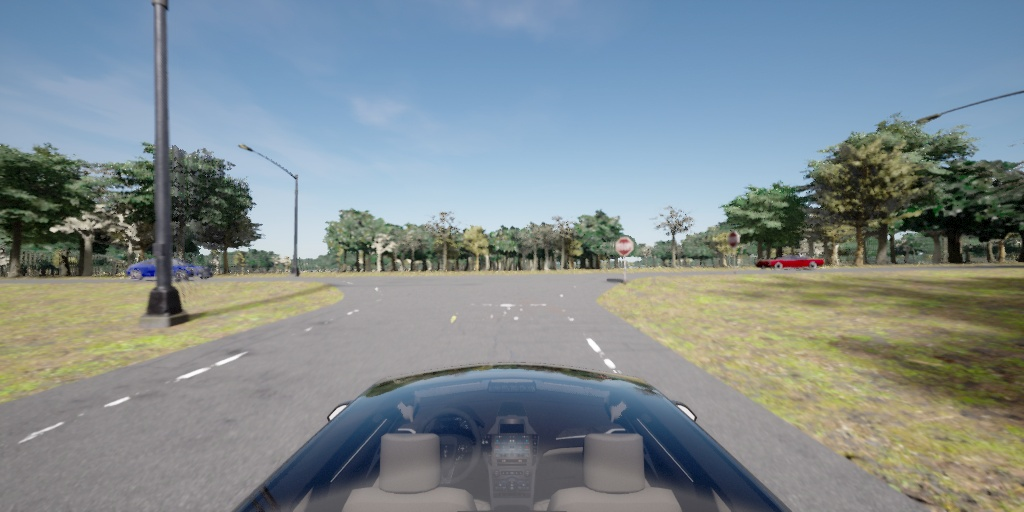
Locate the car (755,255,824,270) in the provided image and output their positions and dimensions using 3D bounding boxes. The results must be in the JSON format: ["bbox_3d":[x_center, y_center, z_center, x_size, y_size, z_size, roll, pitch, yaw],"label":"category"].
[{"bbox_3d":[23.576,0.562,30.593,4.718,1.301,1.895,-1,-2,-1],"label":"car"}]

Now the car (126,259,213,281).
[{"bbox_3d":[-22.181,0.880,23.275,4.674,1.442,1.812,-1,-2,1],"label":"car"}]
